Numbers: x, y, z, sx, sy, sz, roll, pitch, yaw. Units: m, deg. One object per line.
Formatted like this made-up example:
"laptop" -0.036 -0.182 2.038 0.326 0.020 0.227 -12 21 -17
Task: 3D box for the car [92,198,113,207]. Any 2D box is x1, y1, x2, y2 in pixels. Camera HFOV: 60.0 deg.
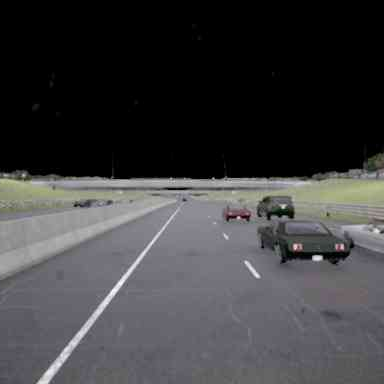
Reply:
"car" -14.357 1.825 55.151 2.128 1.511 4.902 0 -1 0

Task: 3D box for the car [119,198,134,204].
"car" -10.860 1.813 55.227 1.882 1.535 5.008 0 -1 0

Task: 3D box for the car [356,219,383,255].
"car" 7.083 1.602 11.733 1.895 1.301 4.718 0 0 0

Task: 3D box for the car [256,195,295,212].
"car" 7.016 1.296 28.310 2.150 2.045 5.566 0 0 0

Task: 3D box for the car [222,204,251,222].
"car" 3.521 1.669 27.353 1.895 1.301 4.718 0 0 0

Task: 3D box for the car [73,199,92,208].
"car" -17.840 1.876 54.696 2.033 1.411 5.357 0 -1 0

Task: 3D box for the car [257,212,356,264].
"car" 3.584 1.602 11.714 1.895 1.301 4.718 0 0 0
